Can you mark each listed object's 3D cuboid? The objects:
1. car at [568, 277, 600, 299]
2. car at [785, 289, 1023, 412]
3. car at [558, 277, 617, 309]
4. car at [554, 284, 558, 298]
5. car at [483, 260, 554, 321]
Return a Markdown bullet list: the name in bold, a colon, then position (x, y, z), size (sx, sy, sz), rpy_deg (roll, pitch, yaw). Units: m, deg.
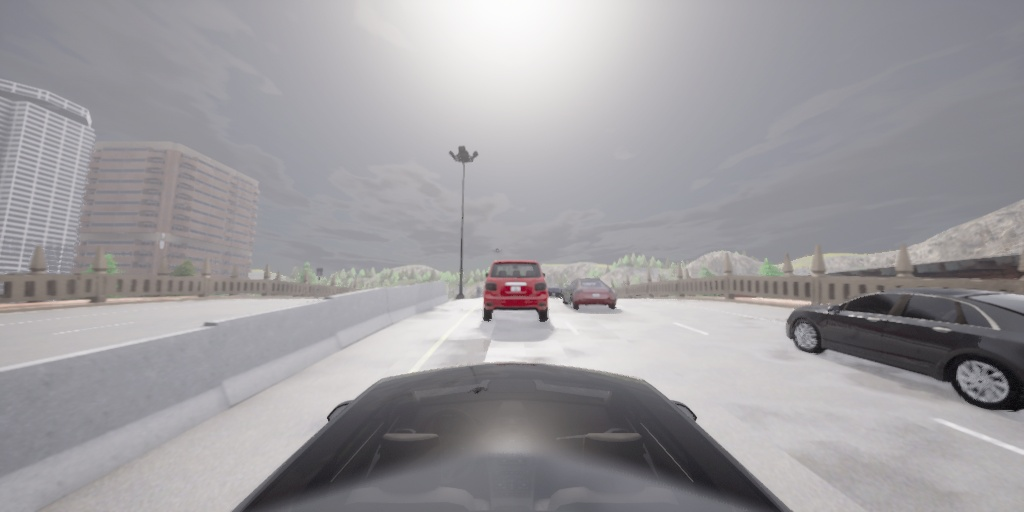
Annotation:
- **car**: position (7.174, 3.324, 36.444), size (2.150, 2.045, 5.566), rpy_deg (0, -8, 0)
- **car**: position (7.106, 1.302, 6.130), size (1.837, 1.490, 4.892), rpy_deg (0, -1, 0)
- **car**: position (3.631, 1.769, 17.440), size (1.994, 1.385, 4.181), rpy_deg (0, -3, 0)
- **car**: position (3.668, 3.372, 33.939), size (1.895, 1.301, 4.718), rpy_deg (0, -7, 0)
- **car**: position (0.123, 1.222, 13.665), size (2.150, 2.045, 5.566), rpy_deg (0, -3, 0)
